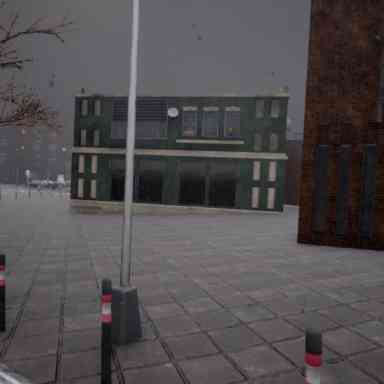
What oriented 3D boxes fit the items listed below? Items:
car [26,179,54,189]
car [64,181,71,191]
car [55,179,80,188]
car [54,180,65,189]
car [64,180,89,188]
[{"bbox_3d":[-29.159,-1.567,62.734,4.553,1.767,2.185,3,2,20],"label":"car"},{"bbox_3d":[-18.483,-0.683,55.763,1.882,1.535,5.008,3,3,20],"label":"car"},{"bbox_3d":[-26.354,-1.777,70.517,4.553,1.767,2.185,3,3,20],"label":"car"},{"bbox_3d":[-28.263,-1.511,65.350,5.008,1.535,2.097,3,2,20],"label":"car"},{"bbox_3d":[-25.459,-1.726,73.133,4.892,1.521,2.231,3,3,20],"label":"car"}]
